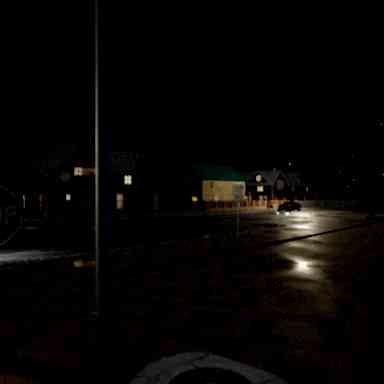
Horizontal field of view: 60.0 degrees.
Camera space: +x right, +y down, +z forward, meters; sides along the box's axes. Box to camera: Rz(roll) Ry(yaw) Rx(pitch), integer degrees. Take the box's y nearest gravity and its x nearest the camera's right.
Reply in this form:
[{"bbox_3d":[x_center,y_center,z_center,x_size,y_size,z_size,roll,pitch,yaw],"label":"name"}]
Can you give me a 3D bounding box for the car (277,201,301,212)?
[{"bbox_3d":[14.355,2.155,48.867,1.837,1.490,4.892,-1,-1,43],"label":"car"}]
